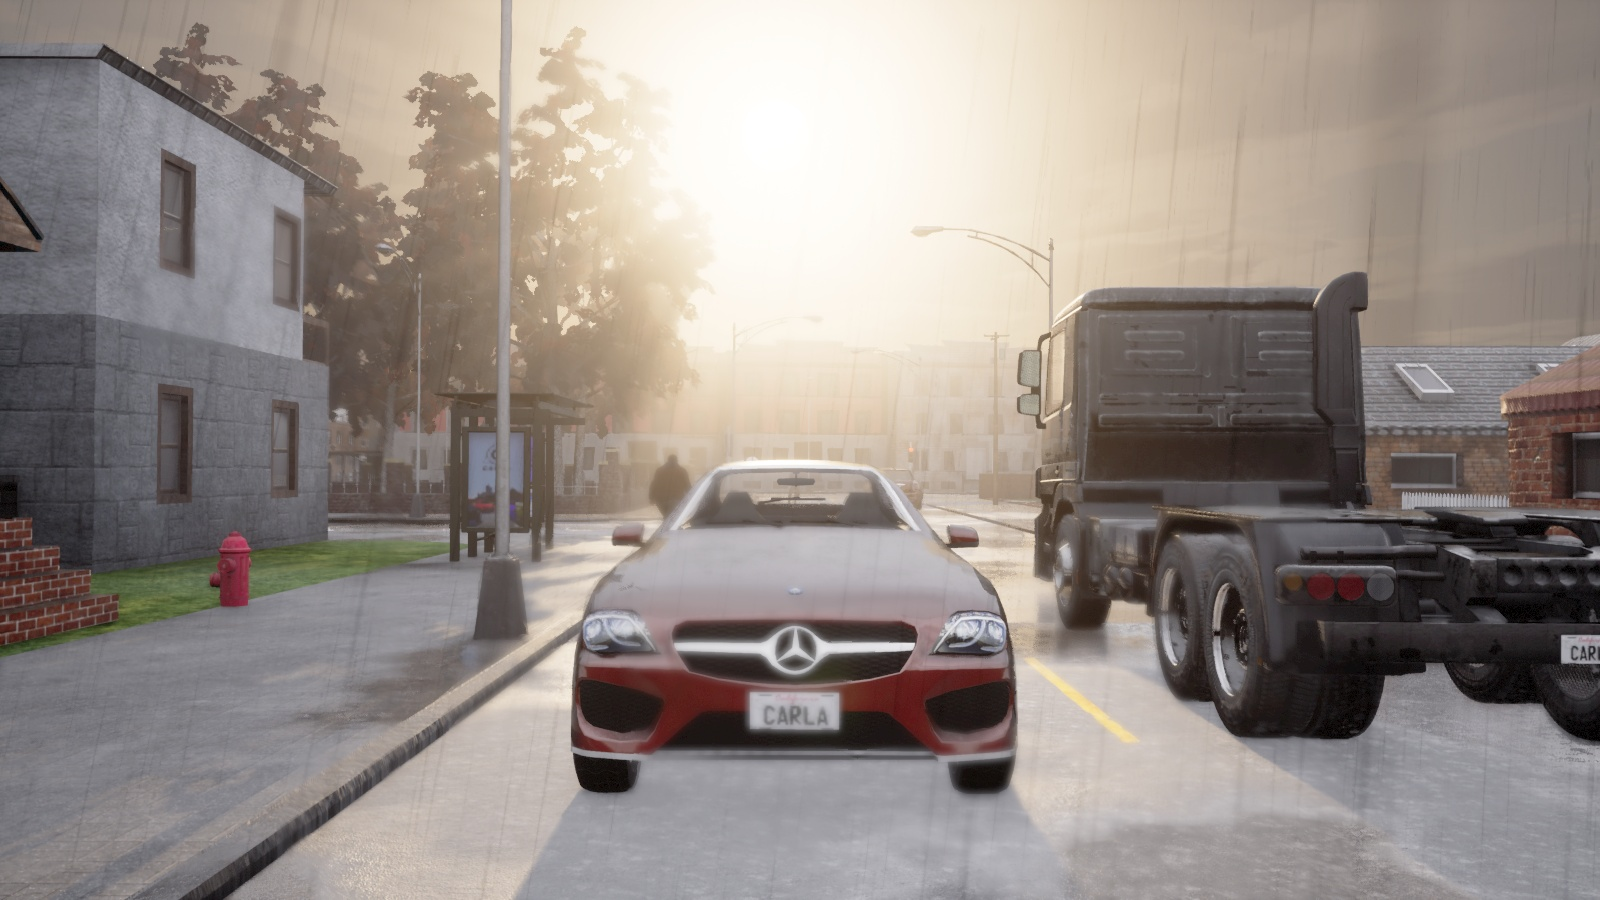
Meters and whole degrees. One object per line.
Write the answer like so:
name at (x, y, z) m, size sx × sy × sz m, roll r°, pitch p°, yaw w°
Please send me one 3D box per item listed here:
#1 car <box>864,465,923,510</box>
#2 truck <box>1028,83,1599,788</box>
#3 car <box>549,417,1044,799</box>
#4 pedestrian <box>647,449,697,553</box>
car at (3.869, 1.539, 52.629) m, size 2.097 × 1.767 × 4.553 m, roll 0°, pitch -1°, yaw 0°
truck at (3.956, -0.013, 10.135) m, size 2.891 × 3.462 × 7.936 m, roll 0°, pitch -1°, yaw 1°
car at (-0.022, 0.727, 7.979) m, size 2.152 × 1.651 × 5.027 m, roll 0°, pitch -1°, yaw 0°
pedestrian at (-2.326, 0.916, 22.832) m, size 0.634 × 1.844 × 0.899 m, roll 0°, pitch -1°, yaw 14°
